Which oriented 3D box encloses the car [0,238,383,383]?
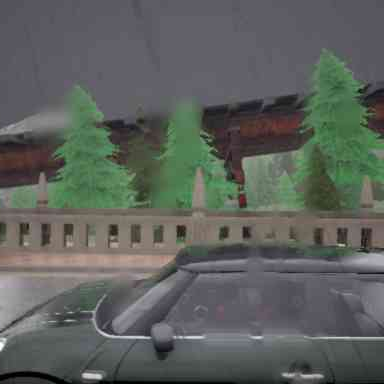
[{"bbox_3d":[0.275,1.336,3.325,4.553,1.767,2.097,0,0,3],"label":"car"}]
